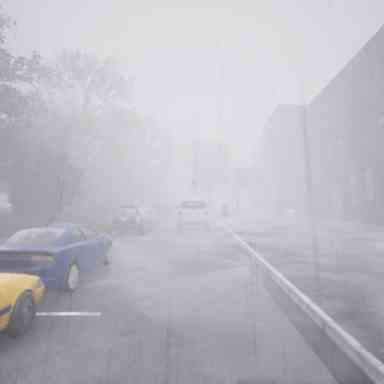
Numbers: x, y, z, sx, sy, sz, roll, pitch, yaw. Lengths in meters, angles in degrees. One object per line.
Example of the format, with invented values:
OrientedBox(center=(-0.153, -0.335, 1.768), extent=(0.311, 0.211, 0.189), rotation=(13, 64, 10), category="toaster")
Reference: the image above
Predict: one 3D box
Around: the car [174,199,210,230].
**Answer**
OrientedBox(center=(0.102, 1.505, 23.425), extent=(2.150, 2.045, 5.566), rotation=(0, 0, 0), category="car")

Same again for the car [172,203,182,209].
OrientedBox(center=(-3.640, 3.366, 81.636), extent=(2.163, 1.488, 4.792), rotation=(0, -2, 2), category="car")

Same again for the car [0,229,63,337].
OrientedBox(center=(-3.645, 1.523, 3.872), extent=(1.946, 1.575, 5.366), rotation=(0, -1, 2), category="car")

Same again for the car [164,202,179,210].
OrientedBox(center=(-3.630, 2.493, 59.376), extent=(2.163, 1.488, 4.792), rotation=(1, -2, 2), category="car")

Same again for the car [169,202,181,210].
OrientedBox(center=(-3.631, 2.899, 70.478), extent=(2.097, 1.535, 5.008), rotation=(1, -2, 2), category="car")

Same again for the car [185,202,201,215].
OrientedBox(center=(0.104, 2.007, 41.753), extent=(1.837, 1.490, 4.892), rotation=(0, -1, 0), category="car")

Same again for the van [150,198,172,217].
OrientedBox(center=(-3.646, 1.703, 37.227), extent=(1.878, 1.987, 4.442), rotation=(0, -1, 2), category="van")

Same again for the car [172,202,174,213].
OrientedBox(center=(-3.651, 1.868, 42.648), extent=(2.185, 1.767, 4.553), rotation=(0, -1, 2), category="car")

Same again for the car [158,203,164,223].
OrientedBox(center=(-3.650, 1.832, 25.964), extent=(2.002, 1.452, 4.674), rotation=(0, -1, 2), category="car")

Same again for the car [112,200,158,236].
OrientedBox(center=(-3.653, 1.598, 20.367), extent=(2.185, 1.767, 4.553), rotation=(0, -1, 2), category="car")

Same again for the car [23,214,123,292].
OrientedBox(center=(-3.652, 1.589, 9.251), extent=(2.097, 1.535, 5.008), rotation=(0, -1, 2), category="car")
